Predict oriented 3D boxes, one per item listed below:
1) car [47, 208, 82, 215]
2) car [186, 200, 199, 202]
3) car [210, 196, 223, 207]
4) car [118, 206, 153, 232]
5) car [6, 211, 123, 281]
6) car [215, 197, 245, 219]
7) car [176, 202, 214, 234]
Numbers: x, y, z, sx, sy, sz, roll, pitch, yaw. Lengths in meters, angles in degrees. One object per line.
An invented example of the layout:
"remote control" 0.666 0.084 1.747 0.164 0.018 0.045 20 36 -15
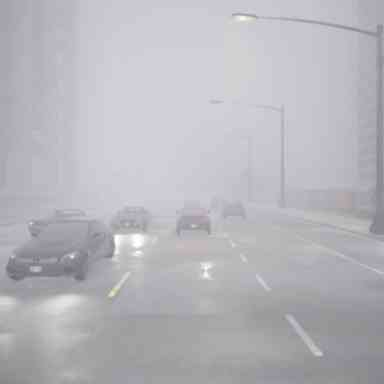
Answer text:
"car" -7.017 1.591 18.169 1.895 1.301 4.718 0 0 0
"car" 0.071 1.578 40.498 1.895 1.301 4.718 0 0 0
"car" 3.538 1.327 44.571 2.097 1.767 4.553 0 0 0
"car" -3.508 1.553 20.006 1.994 1.385 4.181 0 0 0
"car" -3.579 1.520 9.997 1.812 1.442 4.674 0 0 0
"car" 3.499 1.475 29.266 2.128 1.511 4.902 0 0 0
"car" 0.080 1.515 18.924 1.812 1.442 4.674 0 0 0
